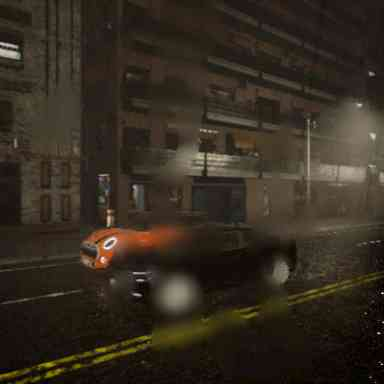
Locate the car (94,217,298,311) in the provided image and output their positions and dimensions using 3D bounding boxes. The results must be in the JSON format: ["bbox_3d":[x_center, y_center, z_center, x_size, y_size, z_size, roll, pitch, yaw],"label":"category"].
[{"bbox_3d":[0.470,1.536,8.050,5.008,1.535,1.882,1,0,-36],"label":"car"}]

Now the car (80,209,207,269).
[{"bbox_3d":[-1.199,1.420,10.857,4.553,1.767,2.097,1,0,-36],"label":"car"}]
